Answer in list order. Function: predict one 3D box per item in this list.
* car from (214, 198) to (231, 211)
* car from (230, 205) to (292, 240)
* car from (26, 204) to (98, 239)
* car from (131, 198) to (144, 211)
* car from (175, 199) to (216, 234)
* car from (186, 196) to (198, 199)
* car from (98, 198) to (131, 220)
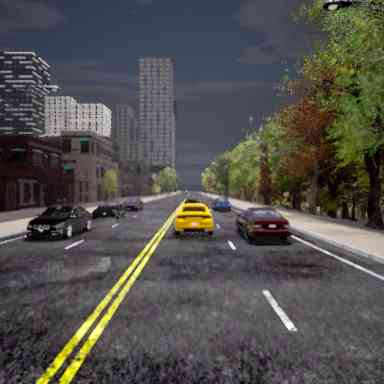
[{"bbox_3d":[3.350,1.354,37.866,2.033,1.411,5.357,0,0,0],"label":"car"},{"bbox_3d":[3.351,1.463,16.397,2.033,1.411,5.357,0,0,0],"label":"car"},{"bbox_3d":[-6.570,1.418,16.974,1.837,1.490,4.892,0,0,0],"label":"car"},{"bbox_3d":[-6.500,1.358,37.133,2.033,1.411,5.357,0,0,0],"label":"car"},{"bbox_3d":[0.101,1.384,18.372,1.882,1.535,5.008,0,0,0],"label":"car"},{"bbox_3d":[0.040,1.274,42.624,2.128,1.511,4.902,0,0,1],"label":"car"},{"bbox_3d":[-6.501,1.428,26.711,1.994,1.385,4.181,0,0,0],"label":"car"}]
